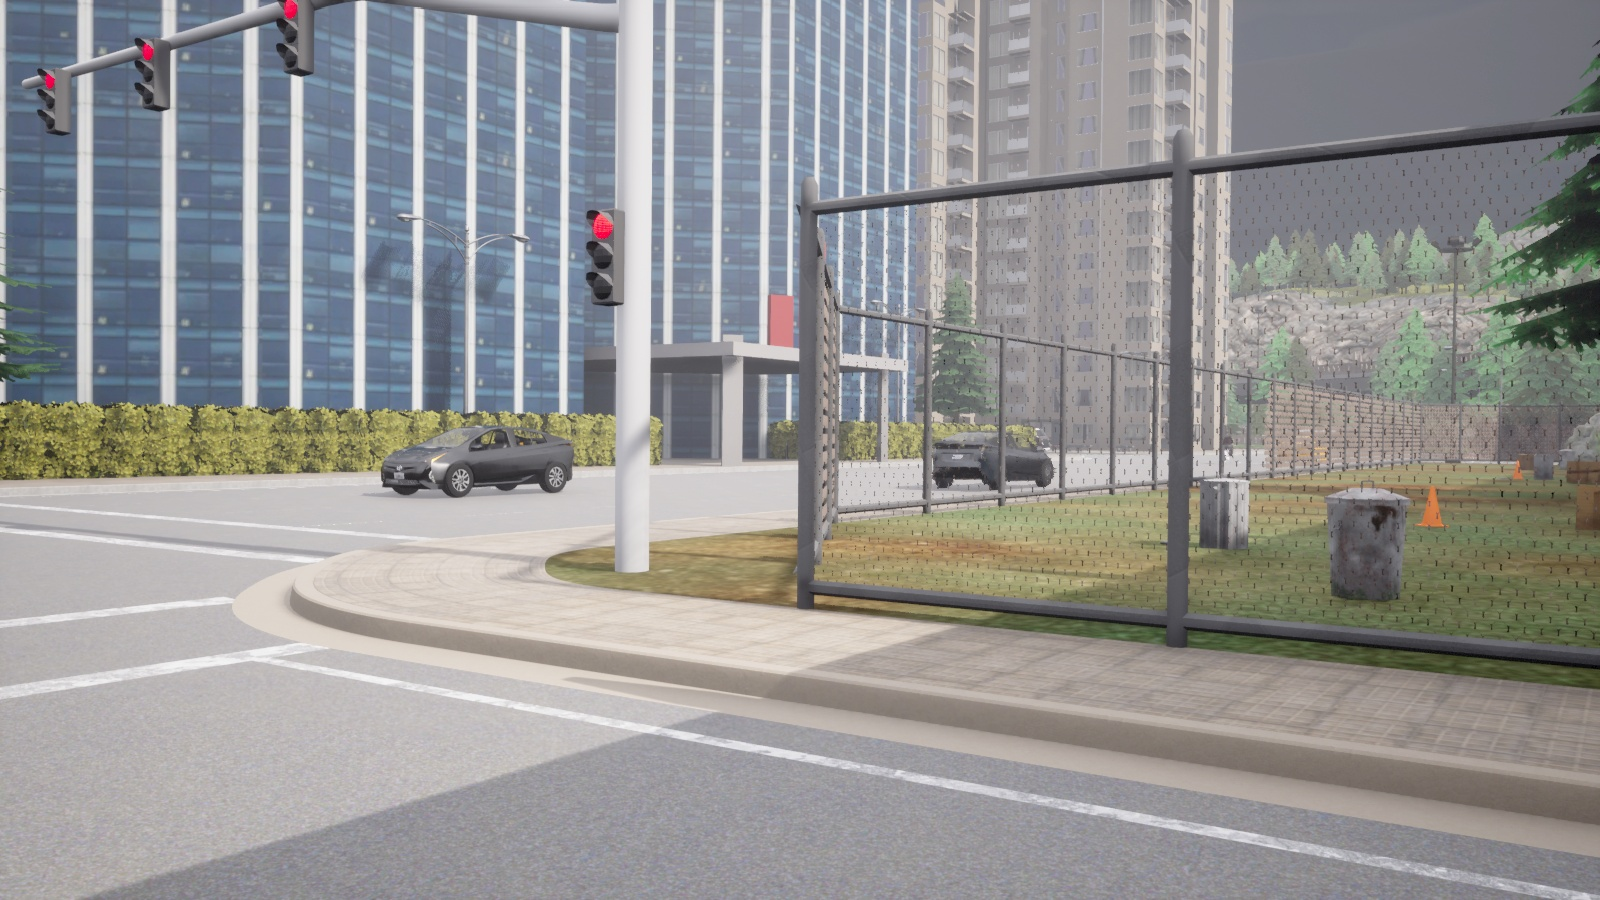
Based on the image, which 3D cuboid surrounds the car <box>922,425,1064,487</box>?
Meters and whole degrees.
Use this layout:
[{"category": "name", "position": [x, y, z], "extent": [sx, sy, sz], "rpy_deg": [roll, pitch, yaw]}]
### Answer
[{"category": "car", "position": [5.233, 0.117, 33.558], "extent": [2.007, 1.525, 4.514], "rpy_deg": [0, 1, 34]}]

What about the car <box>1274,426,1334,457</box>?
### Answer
[{"category": "car", "position": [25.873, -0.459, 64.363], "extent": [1.882, 1.535, 5.008], "rpy_deg": [0, 1, 34]}]

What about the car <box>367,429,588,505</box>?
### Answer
[{"category": "car", "position": [-7.031, 0.306, 27.829], "extent": [2.007, 1.525, 4.514], "rpy_deg": [0, 1, 34]}]

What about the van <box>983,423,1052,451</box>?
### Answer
[{"category": "van", "position": [15.756, -0.929, 90.942], "extent": [4.480, 2.038, 2.069], "rpy_deg": [0, 1, 34]}]
